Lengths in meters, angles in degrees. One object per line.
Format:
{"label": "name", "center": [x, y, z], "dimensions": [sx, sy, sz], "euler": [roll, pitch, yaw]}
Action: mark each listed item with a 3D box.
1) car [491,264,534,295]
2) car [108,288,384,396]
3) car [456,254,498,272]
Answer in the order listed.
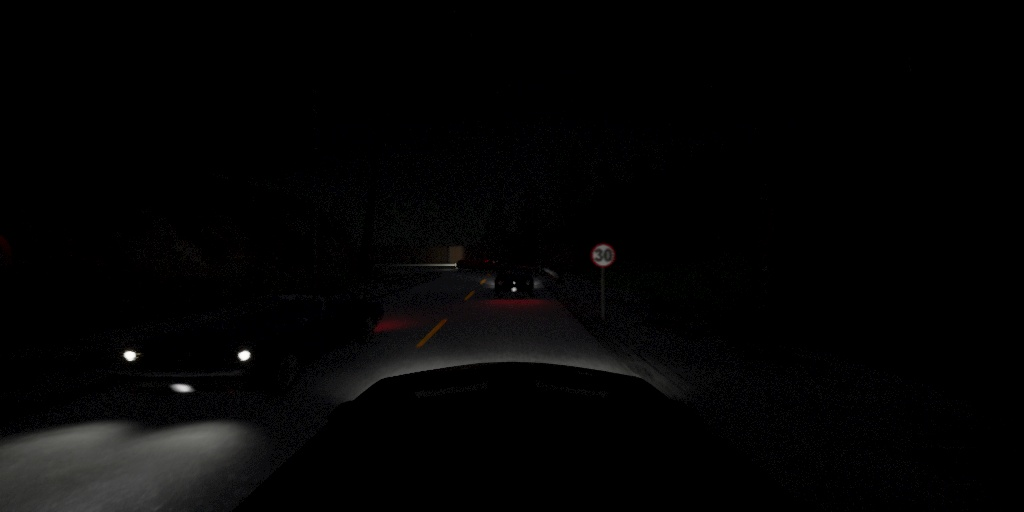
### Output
{"label": "car", "center": [0.100, 1.257, 18.745], "dimensions": [1.895, 1.301, 4.718], "euler": [0, 0, 0]}
{"label": "car", "center": [-4.099, 1.324, 6.665], "dimensions": [1.895, 1.301, 4.718], "euler": [0, 0, 0]}
{"label": "car", "center": [-4.132, 0.752, 42.335], "dimensions": [5.566, 2.045, 2.150], "euler": [0, -1, 41]}
